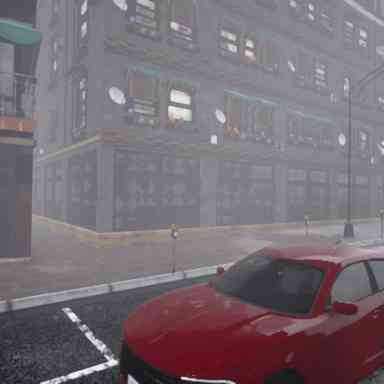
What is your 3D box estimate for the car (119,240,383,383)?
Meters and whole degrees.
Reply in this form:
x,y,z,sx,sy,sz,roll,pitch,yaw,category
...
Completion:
x,y,z,sx,sy,sz,roll,pitch,yaw,category
1.513,1.477,4.456,5.008,1.535,1.882,0,0,-35,car
